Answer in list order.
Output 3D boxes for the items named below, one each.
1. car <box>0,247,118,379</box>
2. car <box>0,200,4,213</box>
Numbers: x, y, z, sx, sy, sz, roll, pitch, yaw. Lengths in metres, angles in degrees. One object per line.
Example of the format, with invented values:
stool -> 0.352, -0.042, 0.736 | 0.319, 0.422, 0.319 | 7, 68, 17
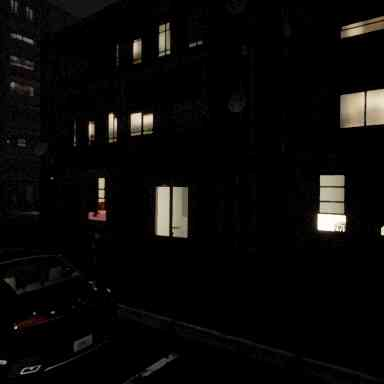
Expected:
car -> -3.065, 1.549, 5.200 | 4.403, 1.369, 2.008 | 0, 1, 35
car -> -23.258, 1.623, 36.177 | 2.008, 1.369, 4.403 | 1, 0, 36
